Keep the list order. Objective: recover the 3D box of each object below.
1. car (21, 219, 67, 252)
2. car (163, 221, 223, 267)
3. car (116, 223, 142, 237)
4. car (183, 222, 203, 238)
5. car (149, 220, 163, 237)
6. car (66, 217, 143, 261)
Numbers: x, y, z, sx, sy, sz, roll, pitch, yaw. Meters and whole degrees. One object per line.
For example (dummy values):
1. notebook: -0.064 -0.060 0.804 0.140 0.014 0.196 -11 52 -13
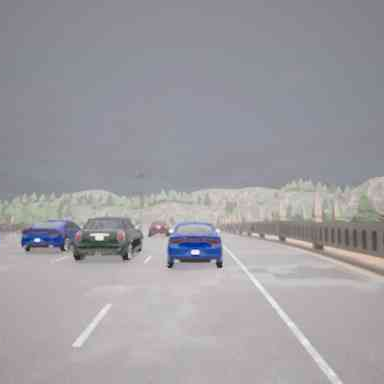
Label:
1. car: -6.899 2.186 17.300 1.882 1.535 5.008 0 -4 0
2. car: 0.101 1.891 12.954 1.882 1.535 5.008 0 -3 0
3. car: -6.901 4.175 36.886 1.994 1.385 4.181 0 -6 0
4. car: 0.101 3.719 32.943 1.837 1.490 4.892 0 -6 0
5. car: -3.399 3.870 35.975 2.097 1.767 4.553 0 -6 0
6. car: -3.400 1.849 14.336 2.097 1.767 4.553 0 -4 0
